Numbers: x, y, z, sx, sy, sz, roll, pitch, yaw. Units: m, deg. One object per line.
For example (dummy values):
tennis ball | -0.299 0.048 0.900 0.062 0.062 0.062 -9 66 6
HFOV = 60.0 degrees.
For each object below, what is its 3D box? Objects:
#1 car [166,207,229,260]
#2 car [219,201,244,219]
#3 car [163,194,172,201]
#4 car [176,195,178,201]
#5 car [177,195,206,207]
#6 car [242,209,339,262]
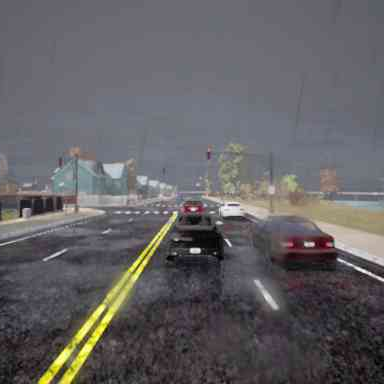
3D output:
car | 0.098 1.504 12.369 1.837 1.490 4.892 0 0 0
car | 3.345 1.529 28.231 1.812 1.442 4.674 0 0 0
car | -6.516 1.442 89.233 2.097 1.767 4.553 0 0 0
car | -3.266 1.565 89.204 1.882 1.535 5.008 0 0 0
car | 0.096 1.355 26.800 2.097 1.767 4.553 0 0 0
car | 3.350 1.547 12.012 2.033 1.411 5.357 0 0 0
